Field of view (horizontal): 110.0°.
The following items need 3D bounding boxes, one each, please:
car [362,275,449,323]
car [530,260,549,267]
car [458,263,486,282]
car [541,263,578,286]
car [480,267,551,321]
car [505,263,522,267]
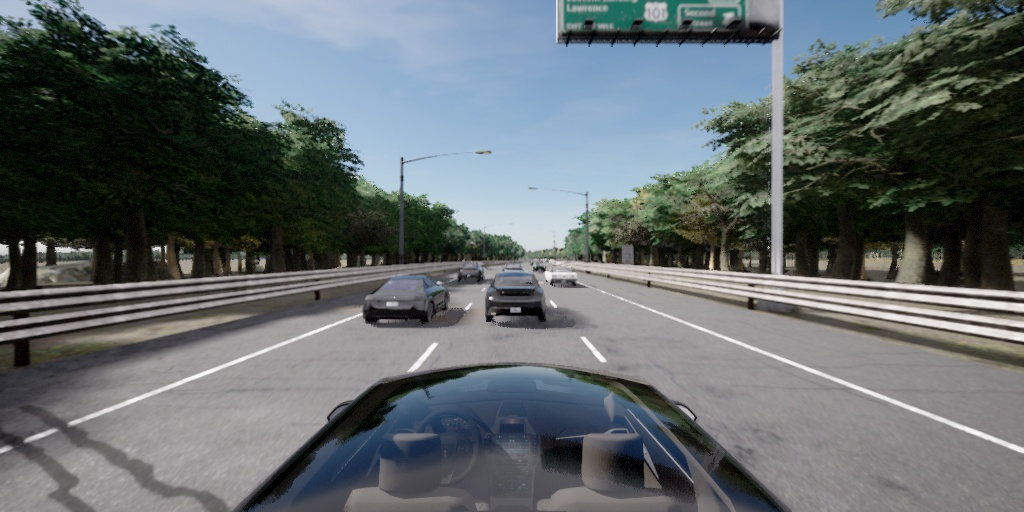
[{"bbox_3d":[-3.401,1.343,12.208,1.994,1.385,4.181,0,0,0],"label":"car"},{"bbox_3d":[3.825,1.578,50.269,1.895,1.301,4.718,0,0,2],"label":"car"},{"bbox_3d":[-3.369,1.355,30.402,2.128,1.511,4.902,0,0,0],"label":"car"},{"bbox_3d":[3.504,1.420,26.398,1.895,1.301,4.718,0,0,0],"label":"car"},{"bbox_3d":[0.101,1.285,12.535,1.837,1.490,4.892,0,0,0],"label":"car"},{"bbox_3d":[0.132,1.356,30.435,2.128,1.511,4.902,0,0,0],"label":"car"}]
